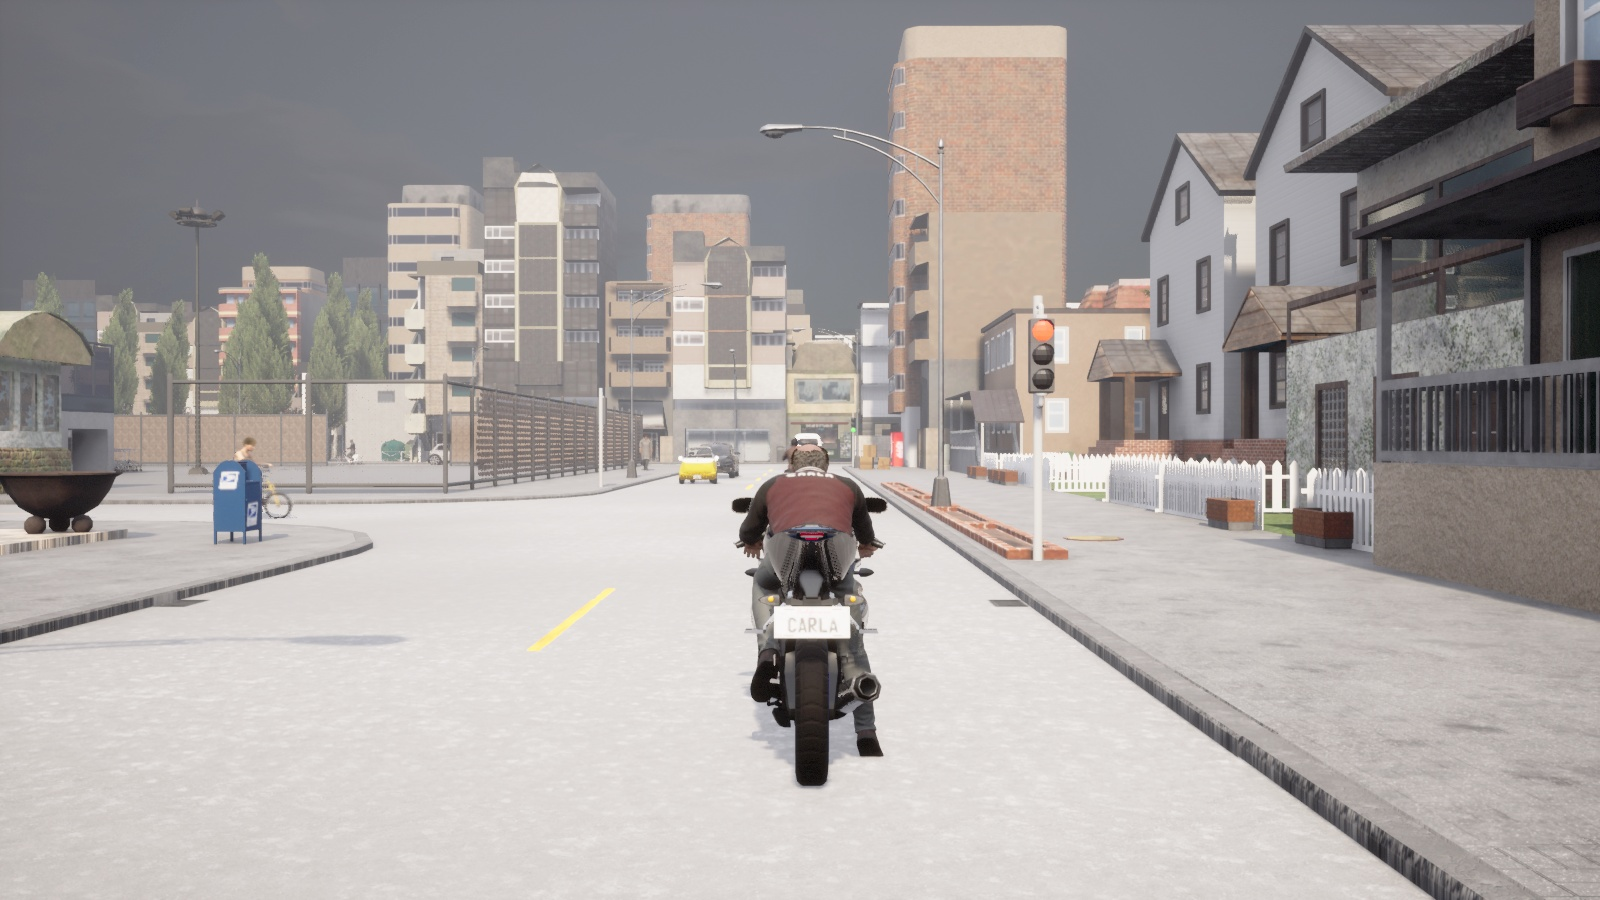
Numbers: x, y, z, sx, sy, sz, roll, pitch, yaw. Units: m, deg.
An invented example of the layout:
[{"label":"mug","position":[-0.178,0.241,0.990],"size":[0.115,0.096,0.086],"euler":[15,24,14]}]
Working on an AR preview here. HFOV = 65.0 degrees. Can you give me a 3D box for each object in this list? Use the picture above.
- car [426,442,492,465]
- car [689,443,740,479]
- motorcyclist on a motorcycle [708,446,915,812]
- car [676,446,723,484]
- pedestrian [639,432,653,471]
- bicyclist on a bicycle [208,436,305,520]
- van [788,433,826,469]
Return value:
[{"label":"car","position":[-22.269,0.230,82.157],"size":[3.806,1.475,1.970],"euler":[0,0,1]},{"label":"car","position":[-3.660,0.441,54.512],"size":[1.837,1.490,4.892],"euler":[0,0,1]},{"label":"motorcyclist on a motorcycle","position":[0.050,0.746,6.352],"size":[0.866,1.530,2.191],"euler":[0,0,0]},{"label":"car","position":[-3.681,0.537,46.247],"size":[1.481,1.376,2.207],"euler":[0,0,1]},{"label":"pedestrian","position":[-7.749,0.093,63.213],"size":[0.659,1.952,0.873],"euler":[0,0,-10]},{"label":"bicyclist on a bicycle","position":[-10.589,0.536,24.518],"size":[1.509,1.612,0.866],"euler":[0,0,1]},{"label":"van","position":[0.369,0.048,74.762],"size":[2.069,2.038,4.480],"euler":[0,0,-2]}]
